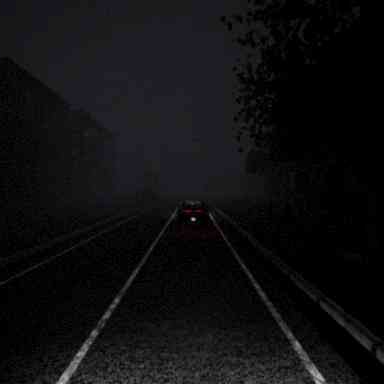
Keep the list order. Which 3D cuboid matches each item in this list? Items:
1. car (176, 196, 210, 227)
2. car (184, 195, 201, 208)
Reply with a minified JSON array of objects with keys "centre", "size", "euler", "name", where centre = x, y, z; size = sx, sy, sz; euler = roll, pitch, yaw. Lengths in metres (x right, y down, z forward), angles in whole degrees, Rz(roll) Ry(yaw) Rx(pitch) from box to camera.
[{"centre":[0.073,1.243,20.583],"size":[2.128,1.511,4.902],"euler":[0,1,0],"name":"car"},{"centre":[0.050,1.100,39.759],"size":[1.895,1.301,4.718],"euler":[0,1,0],"name":"car"}]
